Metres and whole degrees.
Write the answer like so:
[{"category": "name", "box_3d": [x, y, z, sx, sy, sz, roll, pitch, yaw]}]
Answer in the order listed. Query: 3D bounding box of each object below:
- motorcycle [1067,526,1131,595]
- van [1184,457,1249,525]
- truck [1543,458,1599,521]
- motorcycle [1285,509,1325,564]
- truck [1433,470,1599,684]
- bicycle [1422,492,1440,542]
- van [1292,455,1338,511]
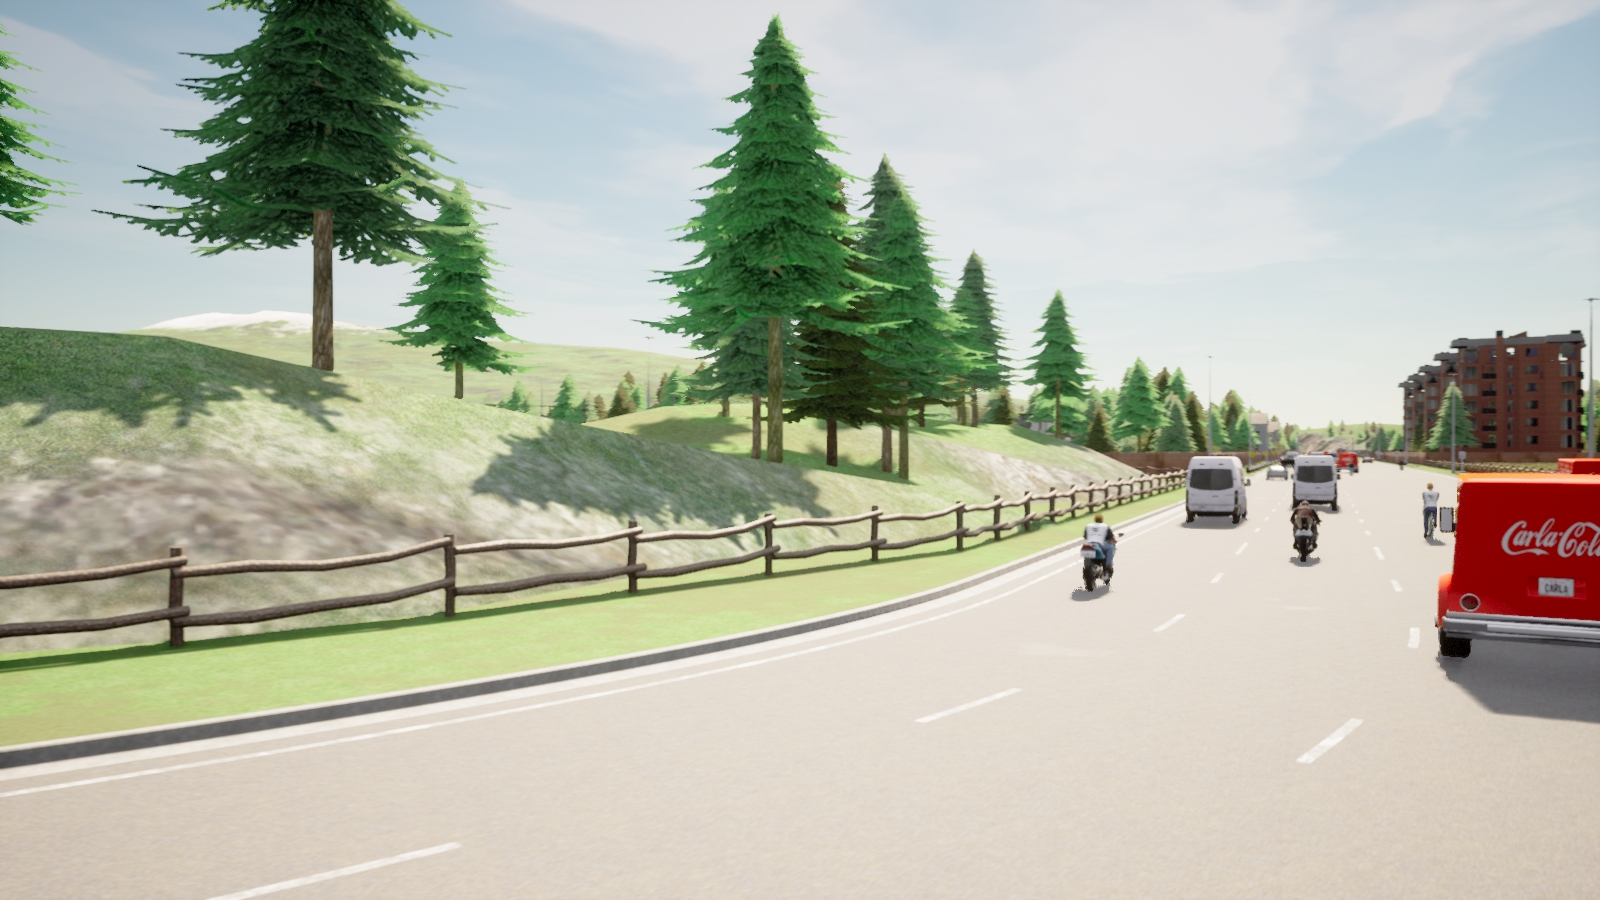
[{"category": "motorcycle", "box_3d": [6.074, 2.199, 23.147, 0.803, 1.199, 2.033, -2, -1, 28]}, {"category": "van", "box_3d": [16.905, 1.560, 46.227, 1.988, 2.561, 5.915, 0, 0, 25]}, {"category": "truck", "box_3d": [33.012, 1.598, 47.706, 2.627, 2.467, 5.204, 0, 0, 25]}, {"category": "motorcycle", "box_3d": [13.168, 2.222, 29.764, 0.867, 1.251, 2.209, 0, 0, 26]}, {"category": "truck", "box_3d": [10.495, 1.577, 16.202, 2.627, 2.467, 5.204, 0, 0, 29]}, {"category": "bicycle", "box_3d": [19.706, 2.076, 35.717, 0.373, 1.496, 1.643, 0, 0, 25]}, {"category": "van", "box_3d": [25.323, 1.566, 56.155, 1.988, 2.561, 5.915, 0, 0, 25]}]
